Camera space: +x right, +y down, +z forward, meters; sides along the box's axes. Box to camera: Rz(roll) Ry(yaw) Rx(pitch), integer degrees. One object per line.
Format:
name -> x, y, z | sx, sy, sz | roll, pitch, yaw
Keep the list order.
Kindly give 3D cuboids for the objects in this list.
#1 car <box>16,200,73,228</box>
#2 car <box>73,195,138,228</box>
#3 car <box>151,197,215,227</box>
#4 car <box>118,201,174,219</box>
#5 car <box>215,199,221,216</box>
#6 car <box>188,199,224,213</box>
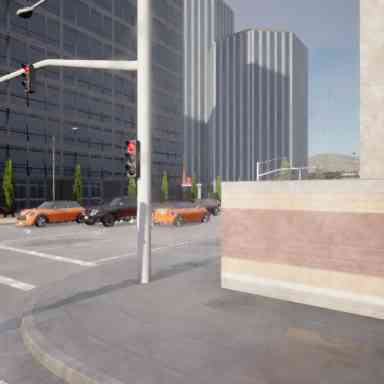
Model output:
car -> -9.688, 1.407, 23.155 | 2.097, 1.767, 4.553 | 0, 0, 36
car -> -5.132, 1.277, 23.502 | 2.150, 2.045, 5.566 | 0, 0, 36
car -> -0.660, 1.407, 23.387 | 2.097, 1.767, 4.553 | 0, 0, 36
car -> -4.164, 1.603, 30.851 | 2.033, 1.411, 5.357 | 0, 0, 36
car -> 0.595, 1.407, 31.473 | 2.097, 1.767, 4.553 | 0, 0, 36
car -> 1.760, 1.560, 39.082 | 1.837, 1.490, 4.892 | 0, 0, 36
